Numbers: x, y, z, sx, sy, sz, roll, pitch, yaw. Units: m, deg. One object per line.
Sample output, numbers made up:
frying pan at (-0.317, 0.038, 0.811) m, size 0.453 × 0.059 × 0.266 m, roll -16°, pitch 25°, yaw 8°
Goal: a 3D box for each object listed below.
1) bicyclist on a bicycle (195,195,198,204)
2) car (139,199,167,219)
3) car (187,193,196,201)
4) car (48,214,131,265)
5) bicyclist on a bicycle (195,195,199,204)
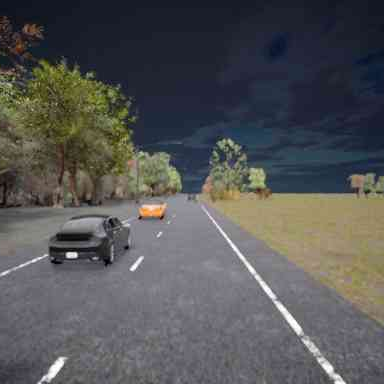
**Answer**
bicyclist on a bicycle at (0.935, 1.606, 72.649) m, size 0.659 × 1.776 × 1.843 m, roll 0°, pitch 0°, yaw 0°
car at (-3.412, 1.449, 29.861) m, size 2.097 × 1.767 × 4.553 m, roll 0°, pitch 0°, yaw 0°
car at (-0.034, 1.390, 90.815) m, size 2.150 × 2.045 × 5.566 m, roll 0°, pitch 0°, yaw 0°
car at (-3.404, 1.544, 11.848) m, size 1.837 × 1.490 × 4.892 m, roll 0°, pitch 0°, yaw 0°
bicyclist on a bicycle at (0.934, 1.644, 63.880) m, size 0.866 × 1.612 × 1.509 m, roll 0°, pitch -1°, yaw 0°
